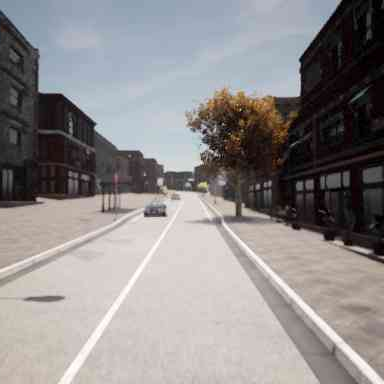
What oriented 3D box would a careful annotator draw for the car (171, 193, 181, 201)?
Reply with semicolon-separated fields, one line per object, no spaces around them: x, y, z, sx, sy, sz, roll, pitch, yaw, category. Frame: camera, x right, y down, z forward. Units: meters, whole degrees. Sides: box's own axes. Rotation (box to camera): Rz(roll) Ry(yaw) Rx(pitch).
-3.484;0.970;72.506;2.097;1.767;4.553;0;0;0;car

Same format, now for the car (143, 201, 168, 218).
-3.250;1.560;30.454;1.994;1.385;4.181;0;0;0;car
